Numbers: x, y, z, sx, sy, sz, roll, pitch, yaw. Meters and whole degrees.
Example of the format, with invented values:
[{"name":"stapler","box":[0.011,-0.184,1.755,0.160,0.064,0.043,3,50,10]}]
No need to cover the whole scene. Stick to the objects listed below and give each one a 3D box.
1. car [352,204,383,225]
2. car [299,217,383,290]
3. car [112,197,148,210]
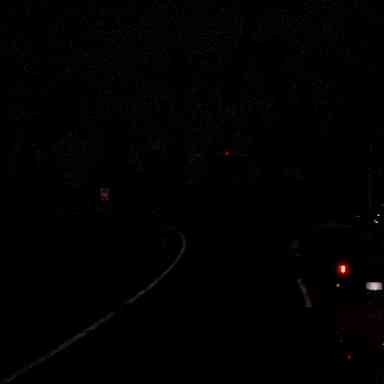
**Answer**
[{"name":"car","box":[11.737,1.443,19.070,4.674,1.442,1.812,0,0,29]},{"name":"car","box":[4.011,1.566,8.760,1.895,1.301,4.718,0,0,10]},{"name":"car","box":[-7.890,1.401,42.222,4.892,1.490,1.837,0,-1,29]}]
